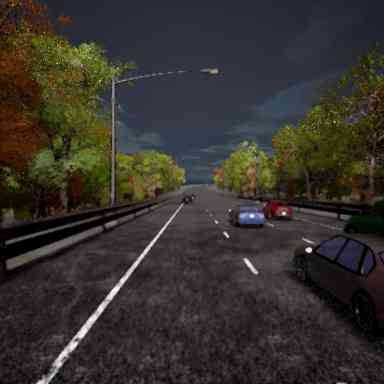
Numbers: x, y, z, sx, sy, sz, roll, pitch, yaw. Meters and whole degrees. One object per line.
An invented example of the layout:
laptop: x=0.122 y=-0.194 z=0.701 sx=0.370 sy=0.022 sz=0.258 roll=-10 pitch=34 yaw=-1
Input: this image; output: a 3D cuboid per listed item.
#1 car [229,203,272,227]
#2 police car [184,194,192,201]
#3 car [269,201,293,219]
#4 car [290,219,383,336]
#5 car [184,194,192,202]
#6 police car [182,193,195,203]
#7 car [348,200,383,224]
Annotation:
car: x=3.643 y=1.521 z=22.641 sx=2.033 sy=1.411 sz=5.357 roll=0 pitch=0 yaw=0
police car: x=-0.867 y=1.311 z=82.249 sx=1.930 sy=1.638 sz=5.238 roll=0 pitch=0 yaw=0
car: x=7.157 y=1.498 z=28.147 sx=1.812 sy=1.442 sz=4.674 roll=0 pitch=0 yaw=0
car: x=3.604 y=1.543 z=6.593 sx=2.033 sy=1.411 sz=5.357 roll=0 pitch=0 yaw=0
car: x=-0.880 y=1.349 z=76.325 sx=1.801 sy=1.575 sz=5.366 roll=0 pitch=0 yaw=0
police car: x=-0.903 y=1.333 z=66.243 sx=1.930 sy=1.638 sz=5.238 roll=0 pitch=0 yaw=0
car: x=7.117 y=1.217 z=10.897 sx=2.150 sy=2.045 sz=5.566 roll=0 pitch=0 yaw=0
